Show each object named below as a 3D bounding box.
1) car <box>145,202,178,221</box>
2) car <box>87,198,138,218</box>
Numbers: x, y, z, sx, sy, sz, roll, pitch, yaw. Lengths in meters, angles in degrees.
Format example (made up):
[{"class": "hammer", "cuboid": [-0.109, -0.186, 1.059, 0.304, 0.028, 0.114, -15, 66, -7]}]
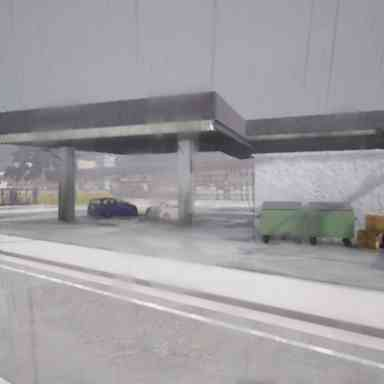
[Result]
[{"class": "car", "cuboid": [-1.862, 1.491, 26.620, 1.970, 1.475, 3.806, 0, 0, 37]}, {"class": "car", "cuboid": [-6.937, 1.343, 29.418, 2.242, 1.667, 4.611, 0, 0, 37]}]
